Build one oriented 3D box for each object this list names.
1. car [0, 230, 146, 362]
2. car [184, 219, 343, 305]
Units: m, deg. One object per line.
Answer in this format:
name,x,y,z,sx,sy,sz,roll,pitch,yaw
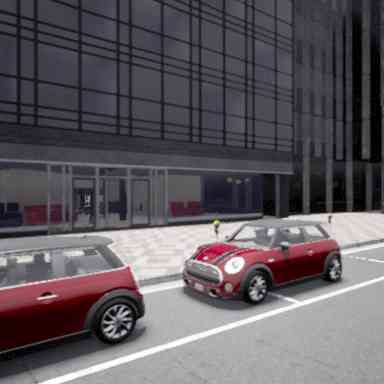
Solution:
car,-2.819,1.440,4.756,4.097,1.590,1.967,0,0,-36
car,1.771,1.434,8.030,4.097,1.590,1.967,0,0,-36
